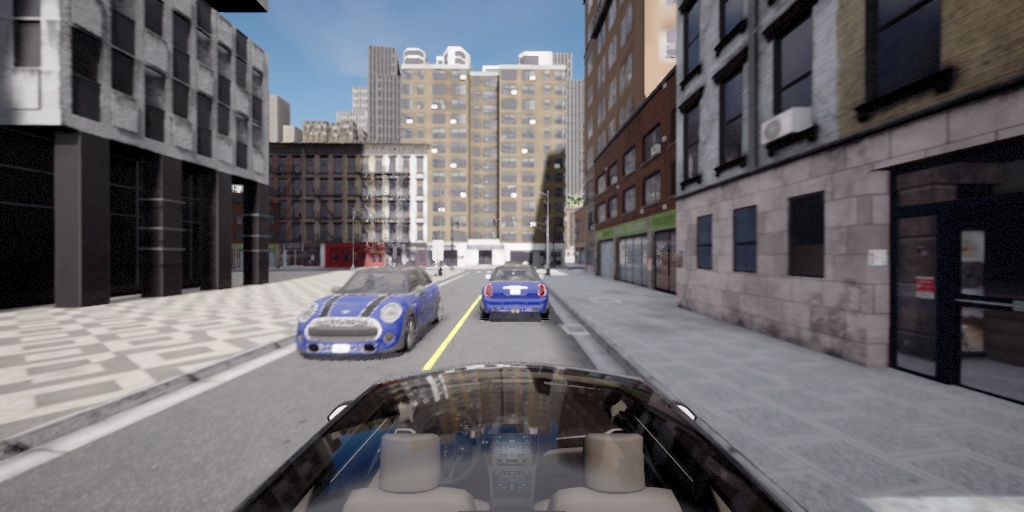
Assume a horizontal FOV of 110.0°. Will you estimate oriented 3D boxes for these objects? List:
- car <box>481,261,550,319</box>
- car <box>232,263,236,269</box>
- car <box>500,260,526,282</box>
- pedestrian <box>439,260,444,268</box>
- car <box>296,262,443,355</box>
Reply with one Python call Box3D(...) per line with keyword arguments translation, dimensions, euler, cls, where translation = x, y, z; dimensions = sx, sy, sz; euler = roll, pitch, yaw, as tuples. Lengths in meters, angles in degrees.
Box3D(translation=(0.099, 1.053, 12.645), dimensions=(2.097, 1.767, 4.553), euler=(0, 0, 0), cls="car")
Box3D(translation=(-39.833, 1.279, 47.879), dimensions=(5.008, 1.535, 1.882), euler=(0, 0, -1), cls="car")
Box3D(translation=(0.101, 1.096, 28.613), dimensions=(1.882, 1.535, 5.008), euler=(0, 0, 0), cls="car")
Box3D(translation=(-10.152, 0.730, 51.380), dimensions=(0.375, 1.860, 0.375), euler=(0, 1, -1), cls="pedestrian")
Box3D(translation=(-3.099, 1.071, 8.737), dimensions=(2.097, 1.767, 4.553), euler=(0, 0, 0), cls="car")
